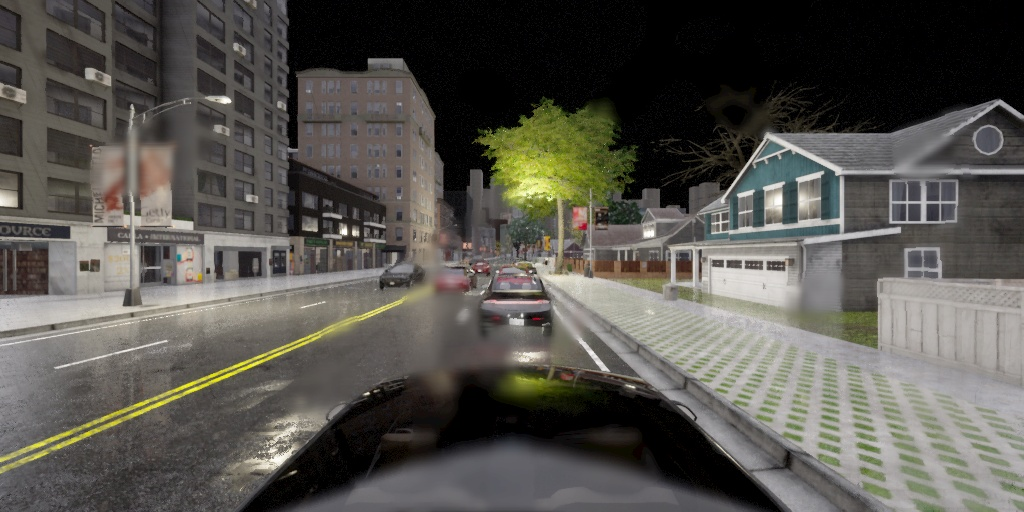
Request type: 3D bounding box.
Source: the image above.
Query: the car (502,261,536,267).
[{"bbox_3d":[0.121,1.218,19.786,1.882,1.535,5.008,0,0,0],"label":"car"}]

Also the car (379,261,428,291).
[{"bbox_3d":[-6.576,1.216,22.176,1.882,1.535,5.008,0,0,0],"label":"car"}]

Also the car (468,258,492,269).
[{"bbox_3d":[-3.110,1.245,36.940,1.812,1.442,4.674,0,0,0],"label":"car"}]

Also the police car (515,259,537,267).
[{"bbox_3d":[1.007,1.155,29.515,1.930,1.638,5.238,0,0,0],"label":"police car"}]

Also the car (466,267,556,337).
[{"bbox_3d":[0.113,1.239,10.283,2.128,1.511,4.902,0,0,0],"label":"car"}]

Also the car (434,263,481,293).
[{"bbox_3d":[-3.128,1.304,20.520,1.994,1.385,4.181,0,0,0],"label":"car"}]
